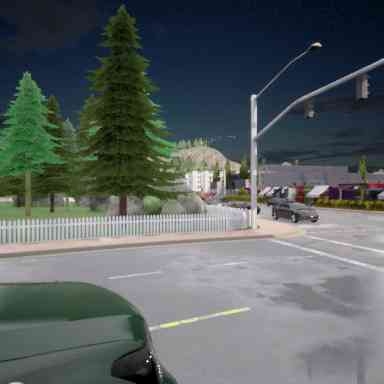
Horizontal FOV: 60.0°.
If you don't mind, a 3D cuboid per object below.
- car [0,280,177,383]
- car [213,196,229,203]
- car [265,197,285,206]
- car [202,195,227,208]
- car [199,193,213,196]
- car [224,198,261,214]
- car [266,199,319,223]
[{"bbox_3d":[-2.756,1.222,1.670,5.566,2.045,2.150,0,0,-36],"label":"car"},{"bbox_3d":[6.086,1.555,71.154,1.837,1.490,4.892,0,0,-16],"label":"car"},{"bbox_3d":[12.535,1.543,49.155,2.128,1.511,4.902,0,0,-16],"label":"car"},{"bbox_3d":[2.835,1.545,44.230,2.128,1.511,4.902,0,0,-16],"label":"car"},{"bbox_3d":[2.939,1.273,69.605,2.150,2.045,5.566,0,0,-17],"label":"car"},{"bbox_3d":[5.454,1.654,35.245,1.895,1.301,4.718,0,0,-16],"label":"car"},{"bbox_3d":[8.046,1.558,26.339,1.837,1.490,4.892,0,0,-14],"label":"car"}]
